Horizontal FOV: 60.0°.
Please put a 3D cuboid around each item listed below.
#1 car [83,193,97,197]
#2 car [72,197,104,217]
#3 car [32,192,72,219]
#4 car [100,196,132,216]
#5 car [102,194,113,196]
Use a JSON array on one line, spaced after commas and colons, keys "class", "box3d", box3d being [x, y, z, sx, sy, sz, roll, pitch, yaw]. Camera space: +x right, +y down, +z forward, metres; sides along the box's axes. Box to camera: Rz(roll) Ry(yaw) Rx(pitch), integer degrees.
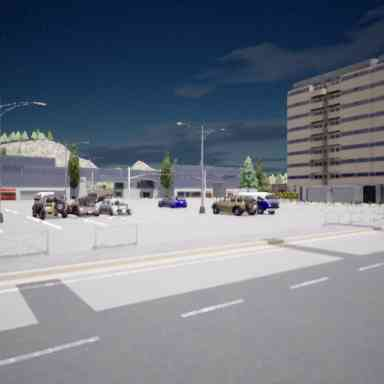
[{"class": "car", "box3d": [-18.713, 1.163, 61.521, 1.905, 1.878, 3.866, 0, 0, -35]}, {"class": "car", "box3d": [-9.288, 1.372, 28.338, 1.784, 1.438, 3.905, 0, 0, -35]}, {"class": "car", "box3d": [-11.455, 1.161, 26.753, 1.932, 1.855, 4.605, 0, 0, -35]}, {"class": "car", "box3d": [-6.919, 1.404, 30.002, 1.970, 1.475, 3.806, 0, 0, -35]}, {"class": "car", "box3d": [-10.883, 1.403, 45.674, 1.970, 1.475, 3.806, 0, 0, -35]}]
